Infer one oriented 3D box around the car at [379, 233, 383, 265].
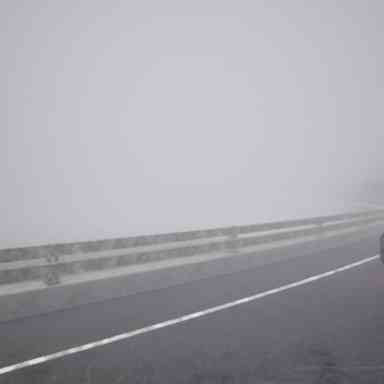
[{"bbox_3d":[7.406,1.438,10.080,5.008,1.535,1.882,0,0,-42],"label":"car"}]
